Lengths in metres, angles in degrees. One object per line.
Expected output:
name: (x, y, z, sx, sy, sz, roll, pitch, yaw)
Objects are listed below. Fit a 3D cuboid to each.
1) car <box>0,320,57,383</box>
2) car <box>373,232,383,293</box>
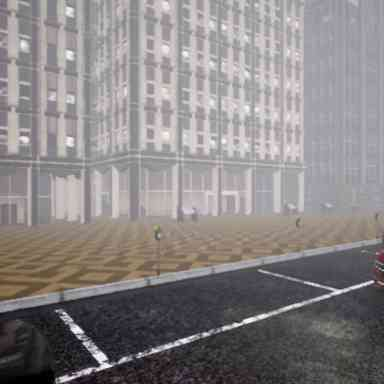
car: (-3.091, 1.478, 1.159, 5.008, 1.535, 1.882, 0, 0, -35)
car: (6.114, 1.478, 7.652, 5.008, 1.535, 1.882, 0, 0, -35)
